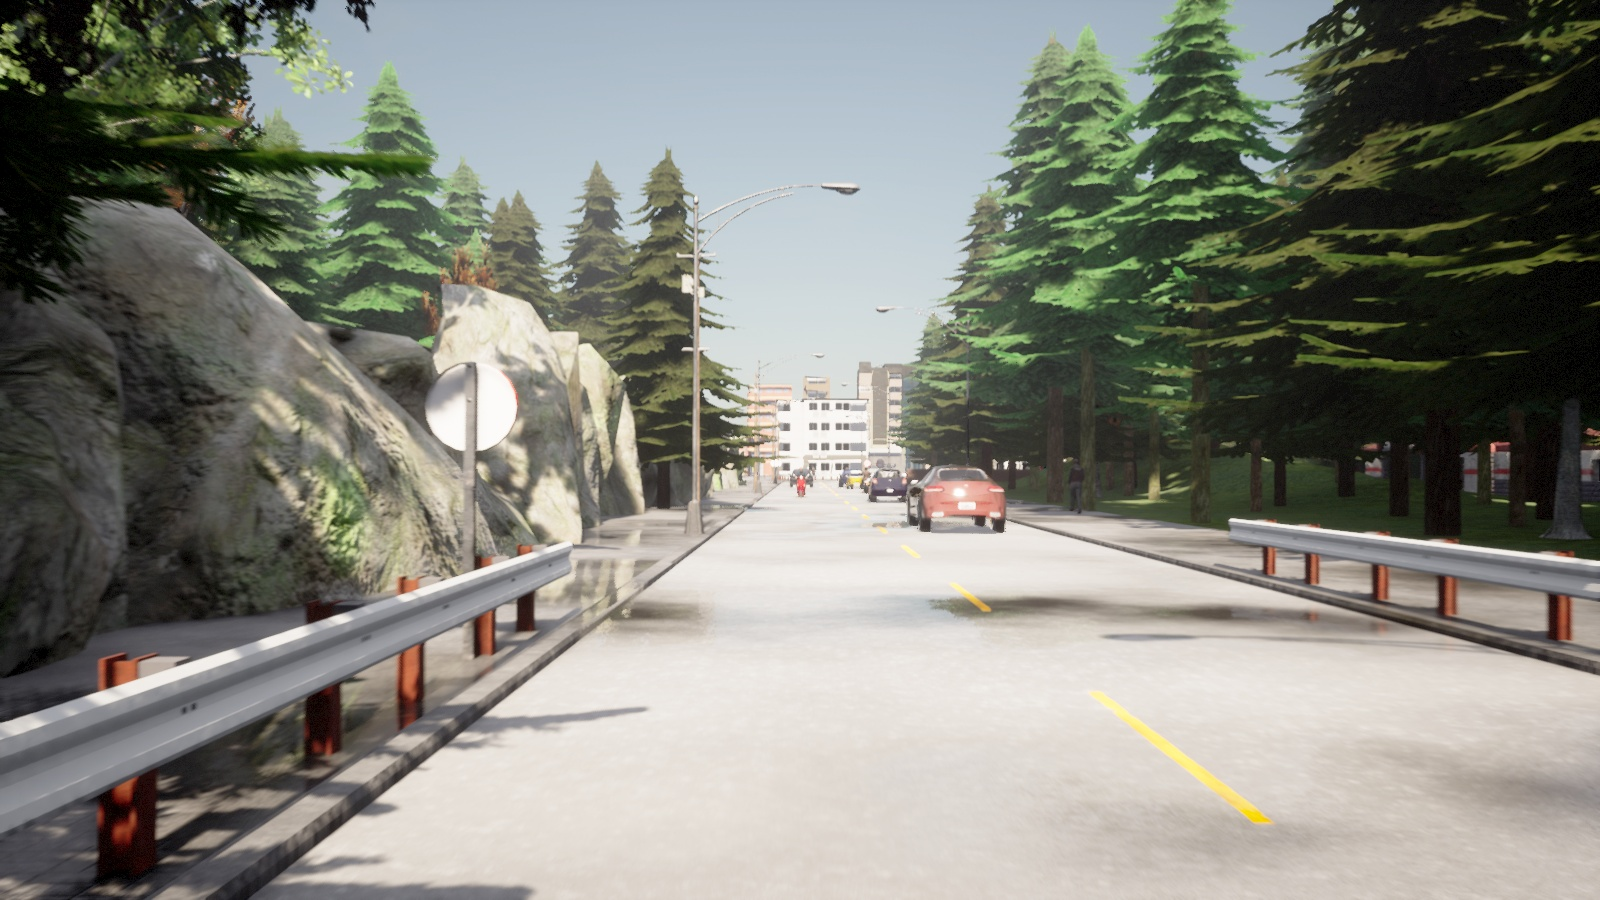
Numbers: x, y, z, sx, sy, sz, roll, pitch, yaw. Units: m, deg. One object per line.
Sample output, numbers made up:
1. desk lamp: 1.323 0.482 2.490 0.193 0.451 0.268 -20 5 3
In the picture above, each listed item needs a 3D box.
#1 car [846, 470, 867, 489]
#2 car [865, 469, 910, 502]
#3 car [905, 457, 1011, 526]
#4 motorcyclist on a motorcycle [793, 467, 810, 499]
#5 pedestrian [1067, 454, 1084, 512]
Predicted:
1. car: 4.124 2.168 92.147 1.481 1.376 2.207 0 0 0
2. car: 4.059 1.643 58.441 1.845 1.501 3.633 0 -1 0
3. car: 4.008 1.042 32.726 2.152 1.651 5.027 0 -1 0
4. motorcyclist on a motorcycle: 0.071 1.690 64.687 0.866 1.590 1.817 0 -1 0
5. pedestrian: 9.009 1.072 41.073 0.376 1.854 0.720 0 -1 -1
